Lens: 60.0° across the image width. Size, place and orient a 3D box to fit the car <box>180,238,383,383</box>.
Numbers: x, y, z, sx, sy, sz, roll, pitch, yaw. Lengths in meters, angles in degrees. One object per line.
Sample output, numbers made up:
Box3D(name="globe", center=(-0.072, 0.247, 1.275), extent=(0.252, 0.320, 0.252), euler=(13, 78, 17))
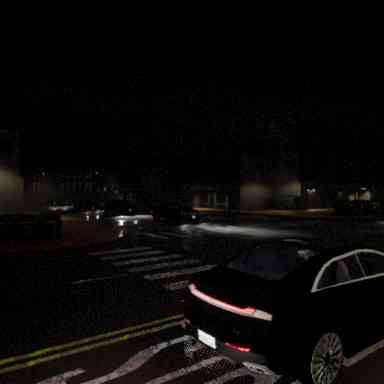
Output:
Box3D(name="car", center=(2.140, 1.493, 5.286), extent=(4.902, 1.511, 2.128), euler=(0, 0, -36))

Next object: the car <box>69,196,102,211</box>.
Box3D(name="car", center=(-13.412, 1.549, 41.978), extent=(2.033, 1.411, 5.357), euler=(0, 0, -36))

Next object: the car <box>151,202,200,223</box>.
Box3D(name="car", center=(-1.337, 1.493, 25.394), extent=(2.128, 1.511, 4.902), euler=(0, 0, -37))

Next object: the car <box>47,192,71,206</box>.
Box3D(name="car", center=(-21.894, 1.228, 53.782), extent=(2.150, 2.045, 5.566), euler=(0, 0, -36))

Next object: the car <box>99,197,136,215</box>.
Box3D(name="car", center=(-7.356, 1.506, 33.643), extent=(1.837, 1.490, 4.892), euler=(0, 0, -36))
